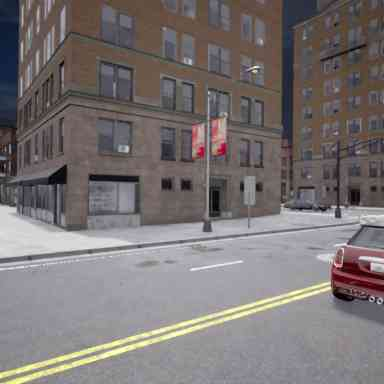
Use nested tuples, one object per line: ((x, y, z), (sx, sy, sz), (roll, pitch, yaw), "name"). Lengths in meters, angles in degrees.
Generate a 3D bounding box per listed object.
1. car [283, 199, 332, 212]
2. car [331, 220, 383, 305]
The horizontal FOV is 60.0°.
((12.897, 1.470, 37.465), (2.033, 1.411, 5.357), (1, 0, -36), "car")
((5.017, 1.355, 7.105), (4.553, 1.767, 2.097), (0, 0, -36), "car")
